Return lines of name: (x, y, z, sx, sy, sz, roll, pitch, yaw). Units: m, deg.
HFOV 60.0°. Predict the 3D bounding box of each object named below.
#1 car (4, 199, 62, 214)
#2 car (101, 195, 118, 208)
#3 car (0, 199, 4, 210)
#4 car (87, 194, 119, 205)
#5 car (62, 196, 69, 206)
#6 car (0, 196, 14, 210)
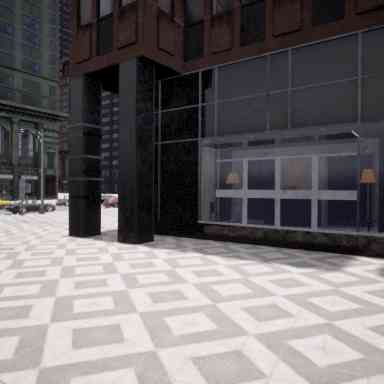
car: (-15.007, 1.341, 31.216, 2.008, 1.369, 4.403, 2, 2, 36)
car: (-8.748, 1.243, 39.963, 1.802, 1.307, 4.206, 2, 2, 36)
car: (-18.137, 1.418, 26.842, 1.947, 1.339, 4.313, 2, 2, 36)
car: (-12.959, 1.082, 48.726, 1.947, 1.339, 4.313, 2, 2, 36)
car: (-15.986, 1.131, 44.496, 2.008, 1.369, 4.403, 2, 2, 36)
car: (-22.140, 1.232, 35.895, 1.752, 1.417, 4.829, 2, 2, 36)
